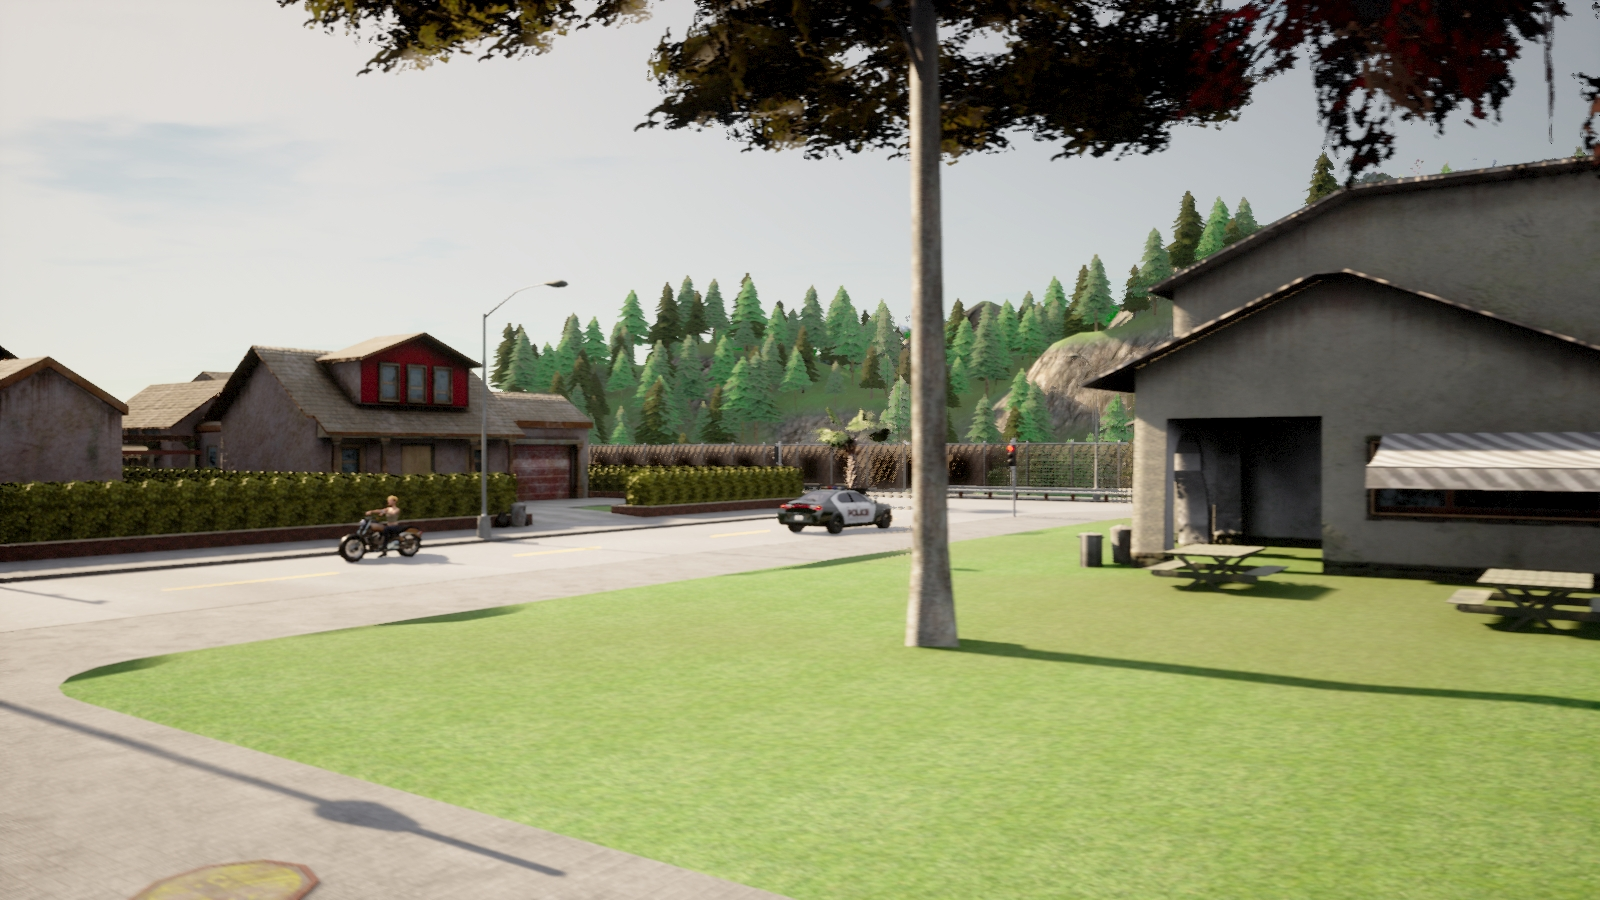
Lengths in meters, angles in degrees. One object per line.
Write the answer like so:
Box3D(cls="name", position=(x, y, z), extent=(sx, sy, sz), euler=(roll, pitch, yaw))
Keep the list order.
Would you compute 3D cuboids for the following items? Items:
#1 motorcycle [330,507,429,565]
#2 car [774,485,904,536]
Box3D(cls="motorcycle", position=(-10.790, 2.174, 29.407), extent=(0.764, 1.307, 2.356), euler=(0, 0, 35))
Box3D(cls="car", position=(1.433, 2.054, 39.899), extent=(2.038, 1.542, 4.974), euler=(0, 0, 37))
